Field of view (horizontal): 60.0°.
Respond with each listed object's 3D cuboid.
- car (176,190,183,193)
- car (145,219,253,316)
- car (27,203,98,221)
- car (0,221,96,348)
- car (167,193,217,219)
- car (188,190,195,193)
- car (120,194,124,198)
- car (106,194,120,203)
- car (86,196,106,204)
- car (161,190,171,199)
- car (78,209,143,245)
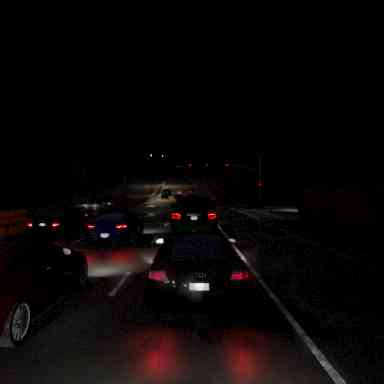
[{"bbox_3d":[-3.652,1.059,87.101,1.812,1.442,4.674,0,3,0],"label":"car"},{"bbox_3d":[0.102,1.563,7.601,1.994,1.385,4.181,0,0,-1],"label":"car"},{"bbox_3d":[-6.900,1.545,17.739,2.033,1.411,5.357,0,0,-1],"label":"car"},{"bbox_3d":[-3.408,1.525,6.158,1.812,1.442,4.674,0,0,0],"label":"car"},{"bbox_3d":[0.091,1.219,17.005,2.150,2.045,5.566,0,0,0],"label":"car"},{"bbox_3d":[-0.154,0.989,87.510,1.882,1.535,5.008,0,3,0],"label":"car"},{"bbox_3d":[-17.620,1.272,81.781,1.882,1.535,5.008,0,2,0],"label":"car"},{"bbox_3d":[-17.554,1.530,70.728,2.033,1.411,5.357,0,0,0],"label":"car"},{"bbox_3d":[-17.595,1.497,60.142,1.837,1.490,4.892,0,0,0],"label":"car"},{"bbox_3d":[-7.152,1.059,87.080,1.812,1.442,4.674,0,3,0],"label":"car"},{"bbox_3d":[-3.409,1.524,15.287,1.812,1.442,4.674,0,0,0],"label":"car"}]
